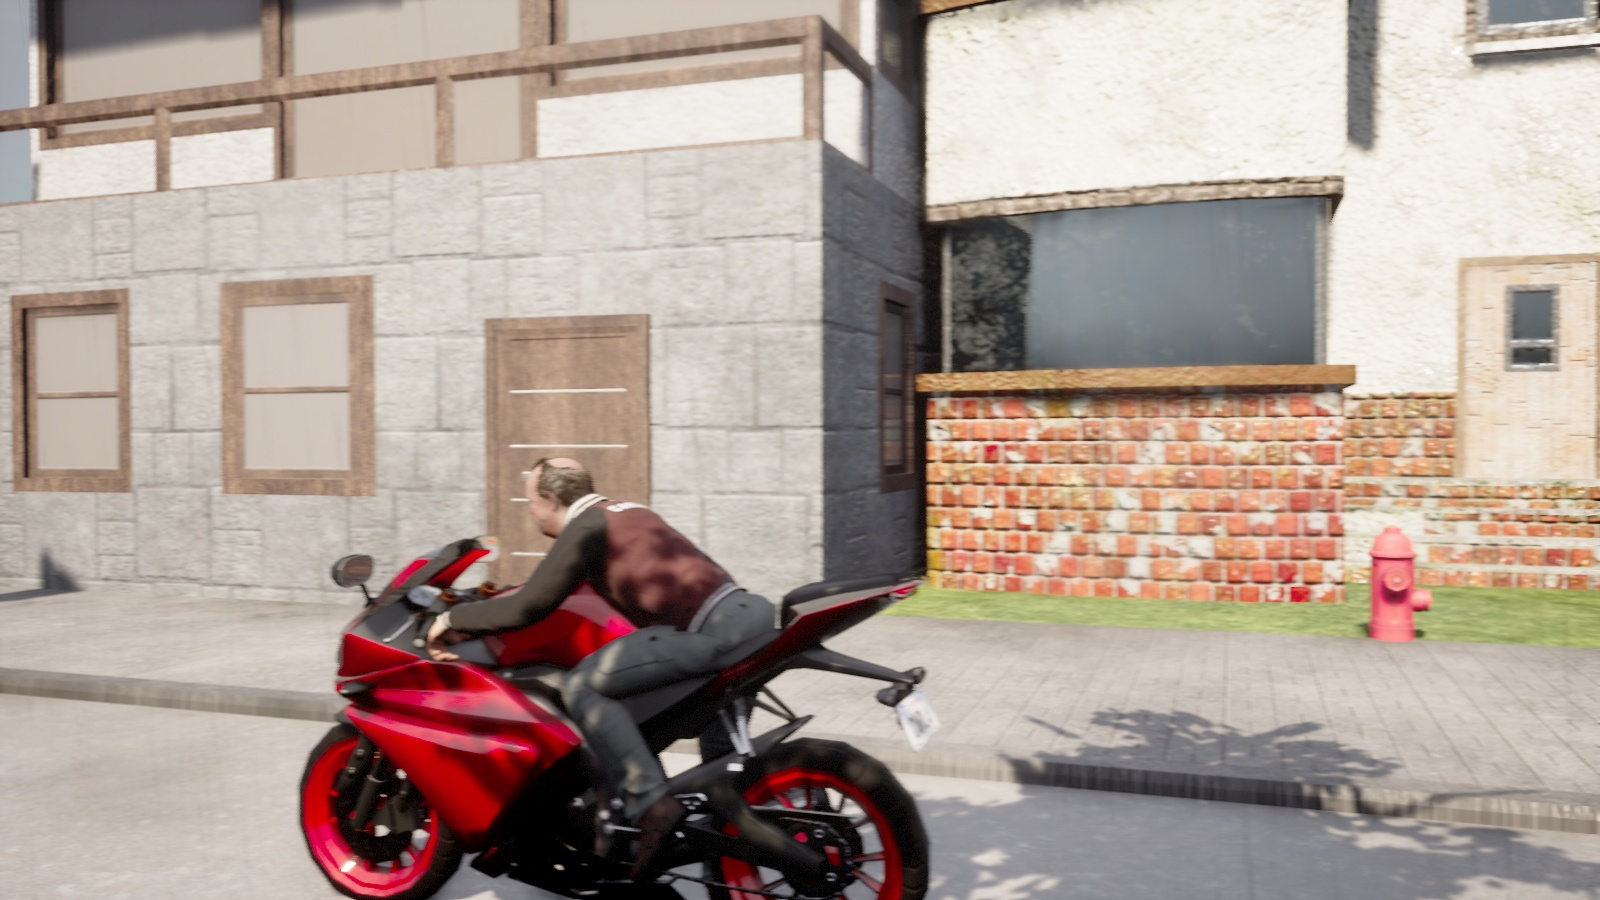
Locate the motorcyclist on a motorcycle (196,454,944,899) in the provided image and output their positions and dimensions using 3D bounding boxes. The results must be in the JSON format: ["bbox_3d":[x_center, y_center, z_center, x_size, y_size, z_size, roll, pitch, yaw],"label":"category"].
[{"bbox_3d":[-0.717,0.795,3.996,2.191,1.530,0.866,1,1,19],"label":"motorcyclist on a motorcycle"}]
